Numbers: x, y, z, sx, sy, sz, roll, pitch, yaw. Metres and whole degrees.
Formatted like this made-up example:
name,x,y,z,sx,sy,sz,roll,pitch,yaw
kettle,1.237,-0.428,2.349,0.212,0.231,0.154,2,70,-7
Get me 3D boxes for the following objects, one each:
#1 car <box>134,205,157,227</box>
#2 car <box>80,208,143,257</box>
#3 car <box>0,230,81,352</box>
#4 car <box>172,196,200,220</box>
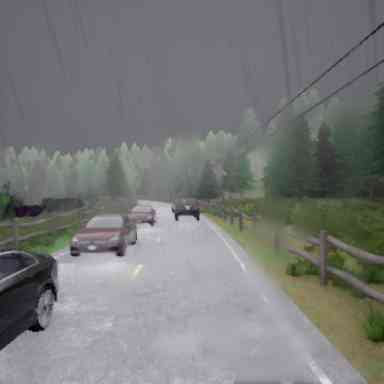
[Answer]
name,x,y,z,sx,sy,sz,roll,pitch,yaw
car,-3.590,1.680,24.430,1.812,1.442,4.674,0,0,-2
car,-3.352,1.612,13.457,1.812,1.442,4.674,0,0,0
car,-3.313,1.519,4.138,2.128,1.511,4.902,0,0,0
car,-0.497,1.414,30.063,2.150,2.045,5.566,0,0,-3
